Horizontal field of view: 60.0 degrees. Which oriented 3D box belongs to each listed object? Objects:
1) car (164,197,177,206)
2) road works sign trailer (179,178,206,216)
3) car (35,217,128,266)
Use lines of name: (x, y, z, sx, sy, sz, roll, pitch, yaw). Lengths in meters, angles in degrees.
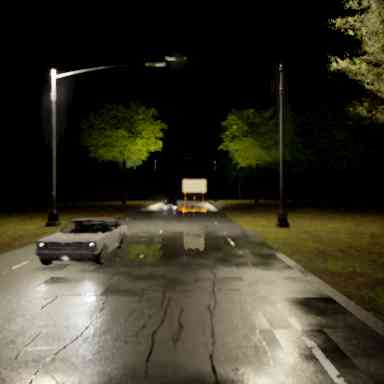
car: (-3.539, 1.545, 54.996, 1.837, 1.490, 4.892, 0, 0, 0)
road works sign trailer: (0.233, 0.465, 32.687, 2.380, 3.560, 2.880, 0, 0, 2)
car: (-3.596, 1.584, 11.675, 1.895, 1.301, 4.718, 0, 0, 0)
